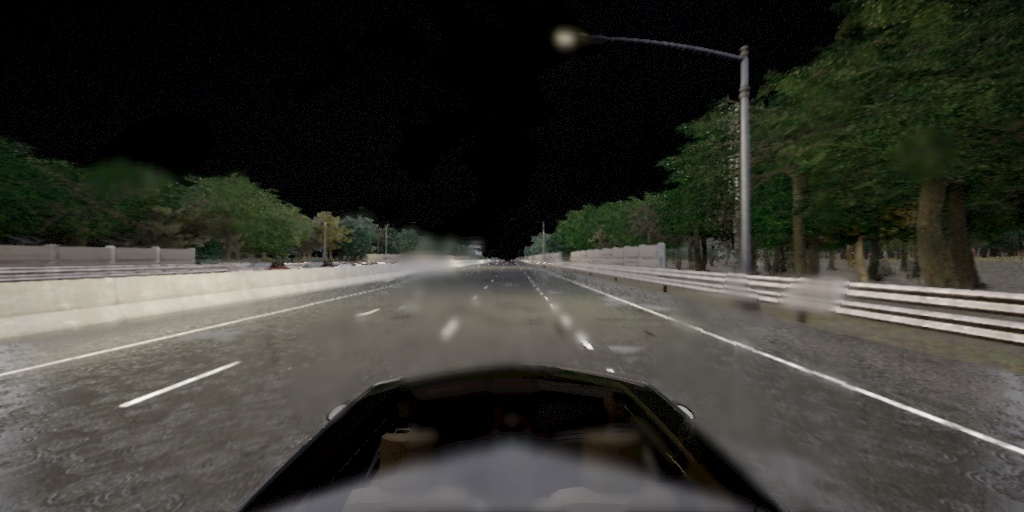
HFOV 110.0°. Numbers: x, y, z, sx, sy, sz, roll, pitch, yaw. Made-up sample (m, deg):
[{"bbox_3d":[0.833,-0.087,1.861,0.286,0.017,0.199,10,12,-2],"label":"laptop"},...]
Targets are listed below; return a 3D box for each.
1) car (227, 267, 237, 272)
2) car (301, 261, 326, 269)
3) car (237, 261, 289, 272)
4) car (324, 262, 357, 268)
[{"bbox_3d":[-28.080,1.548,38.356,1.812,1.442,4.674,0,-1,0],"label":"car"},{"bbox_3d":[-21.089,1.380,39.120,2.097,1.767,4.553,0,0,0],"label":"car"},{"bbox_3d":[-24.591,1.361,36.017,2.097,1.767,4.553,0,-1,0],"label":"car"},{"bbox_3d":[-17.593,1.547,38.108,1.812,1.442,4.674,0,0,0],"label":"car"}]
